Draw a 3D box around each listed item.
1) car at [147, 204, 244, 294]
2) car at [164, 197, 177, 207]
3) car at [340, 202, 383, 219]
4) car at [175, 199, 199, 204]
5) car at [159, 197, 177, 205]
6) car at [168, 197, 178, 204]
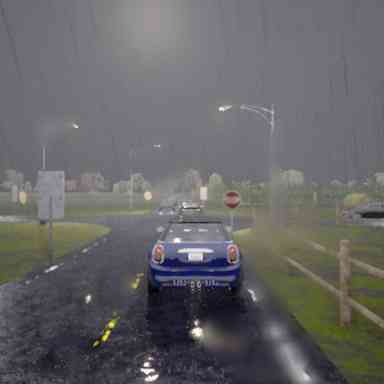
[{"bbox_3d":[0.066,1.379,9.060,2.097,1.767,4.553,0,0,0],"label":"car"},{"bbox_3d":[-3.593,1.626,55.931,1.882,1.535,5.008,0,0,-1],"label":"car"},{"bbox_3d":[14.695,1.573,27.060,4.902,1.511,2.128,0,0,9],"label":"car"},{"bbox_3d":[-0.112,1.574,28.100,2.128,1.511,4.902,0,0,-1],"label":"car"},{"bbox_3d":[-3.355,1.629,44.997,1.837,1.490,4.892,0,0,-1],"label":"car"},{"bbox_3d":[-3.905,1.720,68.562,2.033,1.411,5.357,0,0,-2],"label":"car"}]
